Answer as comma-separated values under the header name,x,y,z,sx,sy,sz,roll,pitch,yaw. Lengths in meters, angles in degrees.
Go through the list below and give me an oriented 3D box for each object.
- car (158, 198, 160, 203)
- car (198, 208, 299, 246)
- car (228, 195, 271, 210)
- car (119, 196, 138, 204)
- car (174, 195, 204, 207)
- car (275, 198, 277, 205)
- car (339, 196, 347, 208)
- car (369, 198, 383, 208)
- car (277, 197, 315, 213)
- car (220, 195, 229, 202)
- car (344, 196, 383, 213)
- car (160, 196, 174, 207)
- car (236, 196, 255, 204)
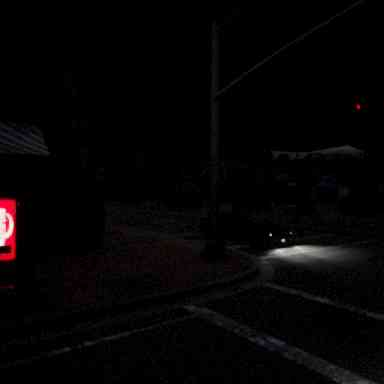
name,x,y,z,sx,sy,sz,roll,pitch,yaw
car,-5.172,1.646,70.012,3.806,1.475,1.970,0,0,-36
car,2.487,1.745,16.851,2.033,1.411,5.357,0,0,-36
car,7.307,1.402,40.427,5.027,1.636,2.152,0,0,-36
car,-12.936,1.621,68.098,3.633,1.501,1.845,0,0,-36
car,-0.164,1.325,50.814,3.866,1.878,1.905,0,0,-36
car,16.555,1.581,58.558,4.514,1.523,2.007,0,0,-36
car,23.252,1.379,48.030,4.605,1.855,1.932,0,0,-36
car,30.113,1.659,53.012,3.806,1.475,1.970,0,0,-36
car,11.317,1.481,35.406,3.806,1.475,1.970,0,0,-36
car,10.067,1.628,80.792,5.027,1.636,2.152,0,0,-36
car,19.178,1.561,36.549,4.514,1.523,2.007,0,0,-36
car,-2.196,1.345,52.932,4.605,1.855,1.932,0,0,-36
car,10.754,1.603,66.694,3.633,1.501,1.845,0,0,-36
